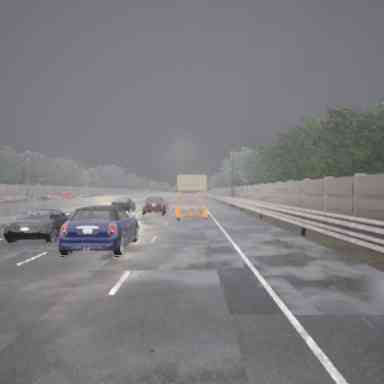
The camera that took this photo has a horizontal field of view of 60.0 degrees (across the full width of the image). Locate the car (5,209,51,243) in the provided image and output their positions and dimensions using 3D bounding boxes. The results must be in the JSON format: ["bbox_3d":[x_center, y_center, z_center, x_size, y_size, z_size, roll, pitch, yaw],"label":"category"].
[{"bbox_3d":[-6.901,1.489,15.728,1.994,1.385,4.181,0,0,0],"label":"car"}]

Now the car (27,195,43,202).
[{"bbox_3d":[-24.559,1.309,53.306,1.837,1.490,4.892,0,0,0],"label":"car"}]

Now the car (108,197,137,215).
[{"bbox_3d":[-6.903,1.334,33.590,1.882,1.535,5.008,0,0,0],"label":"car"}]

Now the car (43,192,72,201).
[{"bbox_3d":[-21.061,1.025,53.247,2.150,2.045,5.566,0,0,1],"label":"car"}]

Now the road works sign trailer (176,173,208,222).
[{"bbox_3d":[-0.002,0.352,24.943,2.380,3.560,2.880,0,0,0],"label":"road works sign trailer"}]

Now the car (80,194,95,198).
[{"bbox_3d":[-17.562,1.152,55.636,2.097,1.767,4.553,0,0,0],"label":"car"}]

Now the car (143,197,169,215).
[{"bbox_3d":[-3.402,1.215,31.678,2.097,1.767,4.553,0,0,0],"label":"car"}]

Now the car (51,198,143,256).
[{"bbox_3d":[-3.401,1.289,12.969,2.097,1.767,4.553,0,0,0],"label":"car"}]
